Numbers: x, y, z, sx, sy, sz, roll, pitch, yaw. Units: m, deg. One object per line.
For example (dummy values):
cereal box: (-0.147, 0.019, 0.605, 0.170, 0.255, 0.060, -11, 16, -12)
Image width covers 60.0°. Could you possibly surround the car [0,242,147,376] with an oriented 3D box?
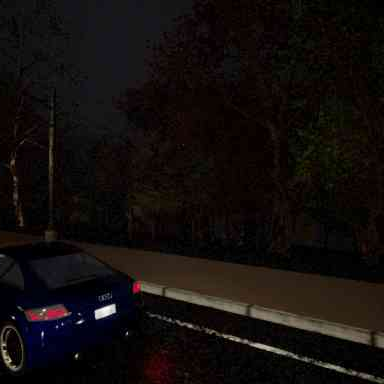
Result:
car: (-2.763, 1.563, 5.638, 4.181, 1.385, 1.994, 0, 0, 37)
